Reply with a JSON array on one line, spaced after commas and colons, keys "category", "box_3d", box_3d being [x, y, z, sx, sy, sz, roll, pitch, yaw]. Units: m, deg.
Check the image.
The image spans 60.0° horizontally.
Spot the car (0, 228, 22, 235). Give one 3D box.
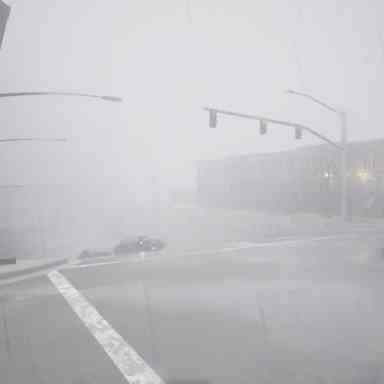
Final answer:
[{"category": "car", "box_3d": [-43.822, 9.453, 78.684, 4.974, 1.542, 2.038, 0, 0, 11]}]

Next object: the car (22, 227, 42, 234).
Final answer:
[{"category": "car", "box_3d": [-39.944, 9.453, 81.172, 2.038, 1.542, 4.974, 0, 0, 21]}]

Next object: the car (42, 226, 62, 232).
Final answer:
[{"category": "car", "box_3d": [-35.845, 9.453, 84.726, 4.974, 1.542, 2.038, 0, 0, -4]}]

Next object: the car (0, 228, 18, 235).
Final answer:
[{"category": "car", "box_3d": [-43.873, 9.295, 78.694, 4.536, 1.218, 1.853, 0, 0, 11]}]

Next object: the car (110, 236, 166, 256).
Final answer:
[{"category": "car", "box_3d": [-3.559, 3.611, 22.116, 1.895, 1.301, 4.718, -1, -12, -33]}]

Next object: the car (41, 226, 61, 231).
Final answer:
[{"category": "car", "box_3d": [-35.896, 9.295, 84.722, 4.536, 1.218, 1.853, 0, 0, -4]}]

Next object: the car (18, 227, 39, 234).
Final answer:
[{"category": "car", "box_3d": [-39.925, 9.295, 81.221, 1.853, 1.218, 4.536, 0, 0, 21]}]

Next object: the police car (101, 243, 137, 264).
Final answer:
[{"category": "police car", "box_3d": [-7.907, 6.624, 35.468, 1.930, 1.638, 5.238, 0, -14, -33]}]

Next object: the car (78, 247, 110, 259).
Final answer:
[{"category": "car", "box_3d": [-9.072, 5.850, 30.668, 1.882, 1.535, 5.008, 0, -14, -33]}]
